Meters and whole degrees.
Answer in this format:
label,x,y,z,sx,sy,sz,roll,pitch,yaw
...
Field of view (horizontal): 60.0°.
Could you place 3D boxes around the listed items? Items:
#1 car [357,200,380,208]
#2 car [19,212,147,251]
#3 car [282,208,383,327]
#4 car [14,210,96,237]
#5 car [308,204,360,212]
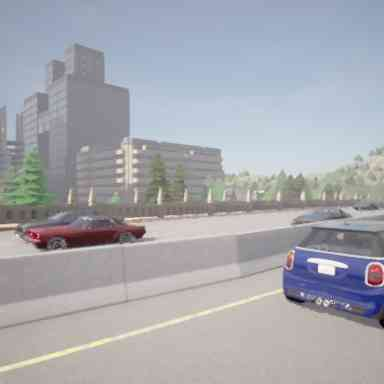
label,x,y,z,sx,sy,sz,roll,pitch,yaw
car,23.960,1.819,45.511,5.357,1.411,2.033,0,0,-44
car,-4.395,1.685,14.030,4.718,1.301,1.895,0,0,-39
car,3.995,1.391,7.200,4.553,1.767,2.097,0,-1,-40
car,-6.048,1.652,17.166,5.357,1.411,2.033,0,0,-39
car,8.213,1.671,20.702,5.357,1.411,2.033,0,-1,-44
